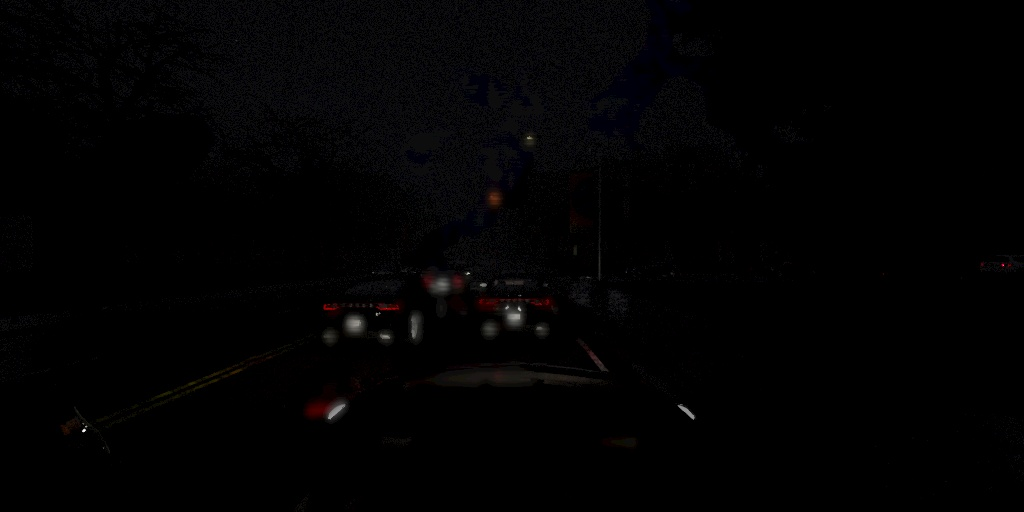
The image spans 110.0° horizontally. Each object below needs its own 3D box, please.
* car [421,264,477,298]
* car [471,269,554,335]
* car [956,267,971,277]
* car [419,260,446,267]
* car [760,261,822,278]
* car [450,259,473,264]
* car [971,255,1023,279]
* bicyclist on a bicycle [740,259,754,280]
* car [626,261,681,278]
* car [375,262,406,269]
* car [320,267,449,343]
[{"bbox_3d":[-3.200,1.319,18.682,1.994,1.385,4.181,0,0,0],"label":"car"},{"bbox_3d":[0.080,1.229,10.492,1.882,1.535,5.008,0,0,0],"label":"car"},{"bbox_3d":[44.737,1.316,33.393,4.718,1.301,1.895,0,0,1],"label":"car"},{"bbox_3d":[-6.644,1.267,29.089,1.837,1.490,4.892,0,0,0],"label":"car"},{"bbox_3d":[25.936,1.204,33.449,5.008,1.535,1.882,0,0,0],"label":"car"},{"bbox_3d":[-6.674,1.303,47.753,1.812,1.442,4.674,0,0,0],"label":"car"},{"bbox_3d":[43.540,0.939,30.554,5.566,2.045,2.150,0,0,0],"label":"car"},{"bbox_3d":[18.086,1.039,27.588,0.582,1.620,1.656,0,0,0],"label":"bicyclist on a bicycle"},{"bbox_3d":[13.133,1.232,33.446,4.902,1.511,2.128,0,0,0],"label":"car"},{"bbox_3d":[-9.895,1.253,29.229,2.128,1.511,4.902,0,0,0],"label":"car"},{"bbox_3d":[-3.169,1.229,9.744,1.882,1.535,5.008,0,0,0],"label":"car"}]
